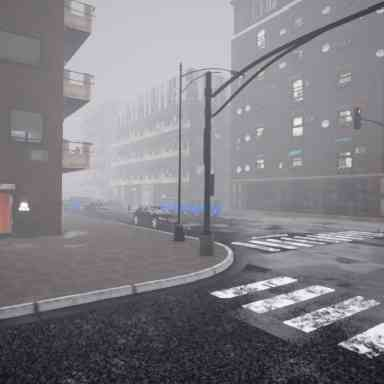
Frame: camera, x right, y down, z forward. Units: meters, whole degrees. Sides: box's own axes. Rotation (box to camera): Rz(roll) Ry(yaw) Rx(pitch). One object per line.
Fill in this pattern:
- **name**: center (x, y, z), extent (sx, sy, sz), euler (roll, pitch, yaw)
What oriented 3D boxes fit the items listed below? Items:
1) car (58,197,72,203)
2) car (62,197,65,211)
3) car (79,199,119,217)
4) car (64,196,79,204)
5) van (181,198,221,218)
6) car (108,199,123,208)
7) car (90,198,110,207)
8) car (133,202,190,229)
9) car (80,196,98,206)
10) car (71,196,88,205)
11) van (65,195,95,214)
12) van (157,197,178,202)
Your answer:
- **car**: center (-27.637, 1.727, 72.163), extent (1.887, 1.381, 4.507), euler (1, -1, -35)
- **car**: center (-15.065, 1.580, 40.059), extent (2.008, 1.369, 4.403), euler (1, -1, -35)
- **car**: center (-8.712, 1.591, 30.849), extent (1.802, 1.307, 4.206), euler (1, -1, -35)
- **car**: center (-24.460, 1.614, 67.559), extent (1.967, 1.590, 4.097), euler (1, -1, -35)
- **van**: center (0.953, 1.439, 30.719), extent (1.690, 1.788, 3.998), euler (1, -1, -35)
- **car**: center (-11.755, 1.683, 49.138), extent (1.887, 1.381, 4.507), euler (1, -1, -35)
- **car**: center (-14.931, 1.730, 53.742), extent (1.802, 1.307, 4.206), euler (1, -1, -35)
- **car**: center (-2.358, 1.539, 21.639), extent (2.008, 1.369, 4.403), euler (1, -1, -35)
- **car**: center (-18.107, 1.597, 58.349), extent (1.967, 1.590, 4.097), euler (1, -1, -35)
- **car**: center (-21.283, 1.605, 62.954), extent (1.967, 1.590, 4.097), euler (1, -1, -35)
- **van**: center (-11.886, 1.361, 35.455), extent (1.690, 1.788, 3.998), euler (1, -1, -35)
- **van**: center (-2.224, 1.450, 35.325), extent (1.690, 1.788, 3.998), euler (1, -1, -35)
